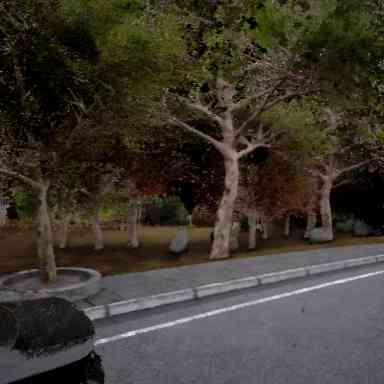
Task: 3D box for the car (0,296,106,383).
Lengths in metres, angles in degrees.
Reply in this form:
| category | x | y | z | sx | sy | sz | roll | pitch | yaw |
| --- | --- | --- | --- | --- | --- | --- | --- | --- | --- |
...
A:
| category | x | y | z | sx | sy | sz | roll | pitch | yaw |
| --- | --- | --- | --- | --- | --- | --- | --- | --- | --- |
| car | -3.032 | 1.461 | 1.828 | 5.008 | 1.535 | 1.882 | 1 | 0 | -35 |
